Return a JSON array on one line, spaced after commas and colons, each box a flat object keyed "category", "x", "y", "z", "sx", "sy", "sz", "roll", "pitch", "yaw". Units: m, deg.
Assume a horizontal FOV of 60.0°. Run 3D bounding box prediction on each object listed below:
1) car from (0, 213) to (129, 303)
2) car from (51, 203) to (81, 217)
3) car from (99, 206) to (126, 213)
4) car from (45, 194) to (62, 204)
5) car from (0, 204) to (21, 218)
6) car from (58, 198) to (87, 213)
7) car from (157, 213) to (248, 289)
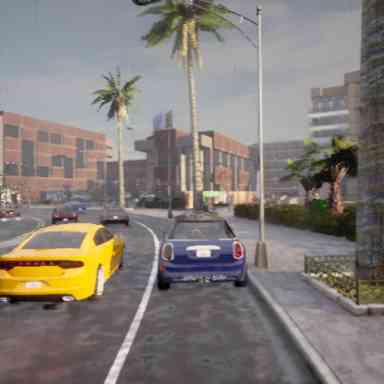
[{"category": "car", "x": -2.960, "y": 1.549, "z": 8.513, "sx": 1.882, "sy": 1.535, "sz": 5.008, "roll": 0, "pitch": 0, "yaw": -2}, {"category": "car", "x": -10.635, "y": 1.845, "z": 27.526, "sx": 1.895, "sy": 1.301, "sz": 4.718, "roll": -1, "pitch": 0, "yaw": -24}, {"category": "car", "x": -5.894, "y": 1.740, "z": 24.705, "sx": 1.994, "sy": 1.385, "sz": 4.181, "roll": -1, "pitch": 0, "yaw": -18}, {"category": "car", "x": -31.300, "y": 1.937, "z": 73.211, "sx": 4.553, "sy": 1.767, "sz": 2.185, "roll": -1, "pitch": 0, "yaw": 26}, {"category": "car", "x": -19.656, "y": 1.985, "z": 35.325, "sx": 1.994, "sy": 1.385, "sz": 4.181, "roll": 0, "pitch": 0, "yaw": -41}, {"category": "car", "x": -14.068, "y": 1.811, "z": 39.114, "sx": 1.882, "sy": 1.535, "sz": 5.008, "roll": 0, "pitch": -1, "yaw": -39}, {"category": "car", "x": 0.140, "y": 1.391, "z": 9.494, "sx": 2.097, "sy": 1.767, "sz": 4.553, "roll": -1, "pitch": 0, "yaw": -3}]
